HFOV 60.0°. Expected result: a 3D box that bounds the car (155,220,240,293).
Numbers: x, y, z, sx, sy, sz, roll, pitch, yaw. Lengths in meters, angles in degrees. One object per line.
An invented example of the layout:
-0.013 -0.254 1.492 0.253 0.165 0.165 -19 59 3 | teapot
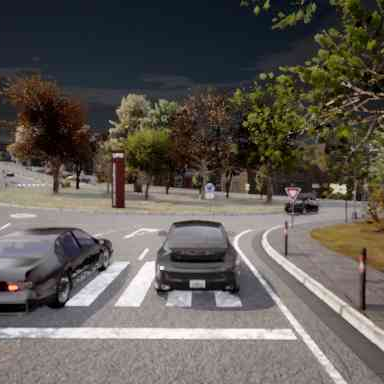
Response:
0.130 1.496 8.808 1.837 1.490 4.892 0 0 1 | car

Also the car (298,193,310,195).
19.986 0.793 59.990 2.033 1.411 5.357 -1 2 -20 | car

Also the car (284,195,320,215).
11.403 1.450 34.250 5.008 1.535 1.882 -2 3 -45 | car

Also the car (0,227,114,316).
-3.356 1.541 7.812 2.033 1.411 5.357 0 0 1 | car
